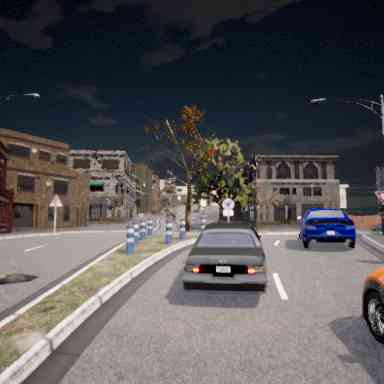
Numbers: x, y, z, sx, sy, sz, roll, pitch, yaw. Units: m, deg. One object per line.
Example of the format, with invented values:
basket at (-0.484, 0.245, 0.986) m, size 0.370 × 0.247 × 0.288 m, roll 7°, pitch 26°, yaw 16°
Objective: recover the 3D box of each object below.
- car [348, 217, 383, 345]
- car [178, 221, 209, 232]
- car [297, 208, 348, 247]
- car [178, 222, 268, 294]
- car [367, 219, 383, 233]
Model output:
car at (3.636, 1.335, 3.426) m, size 2.097 × 1.767 × 4.553 m, roll 0°, pitch 0°, yaw 4°
car at (0.190, 4.727, 45.351) m, size 4.181 × 1.385 × 1.994 m, roll 0°, pitch -6°, yaw -2°
car at (5.668, 1.453, 14.373) m, size 1.882 × 1.535 × 5.008 m, roll -2°, pitch -3°, yaw 15°
car at (0.992, 1.518, 8.891) m, size 2.033 × 1.411 × 5.357 m, roll -1°, pitch 0°, yaw 9°
car at (22.824, 3.953, 37.788) m, size 4.902 × 1.511 × 2.128 m, roll 2°, pitch -6°, yaw -8°
